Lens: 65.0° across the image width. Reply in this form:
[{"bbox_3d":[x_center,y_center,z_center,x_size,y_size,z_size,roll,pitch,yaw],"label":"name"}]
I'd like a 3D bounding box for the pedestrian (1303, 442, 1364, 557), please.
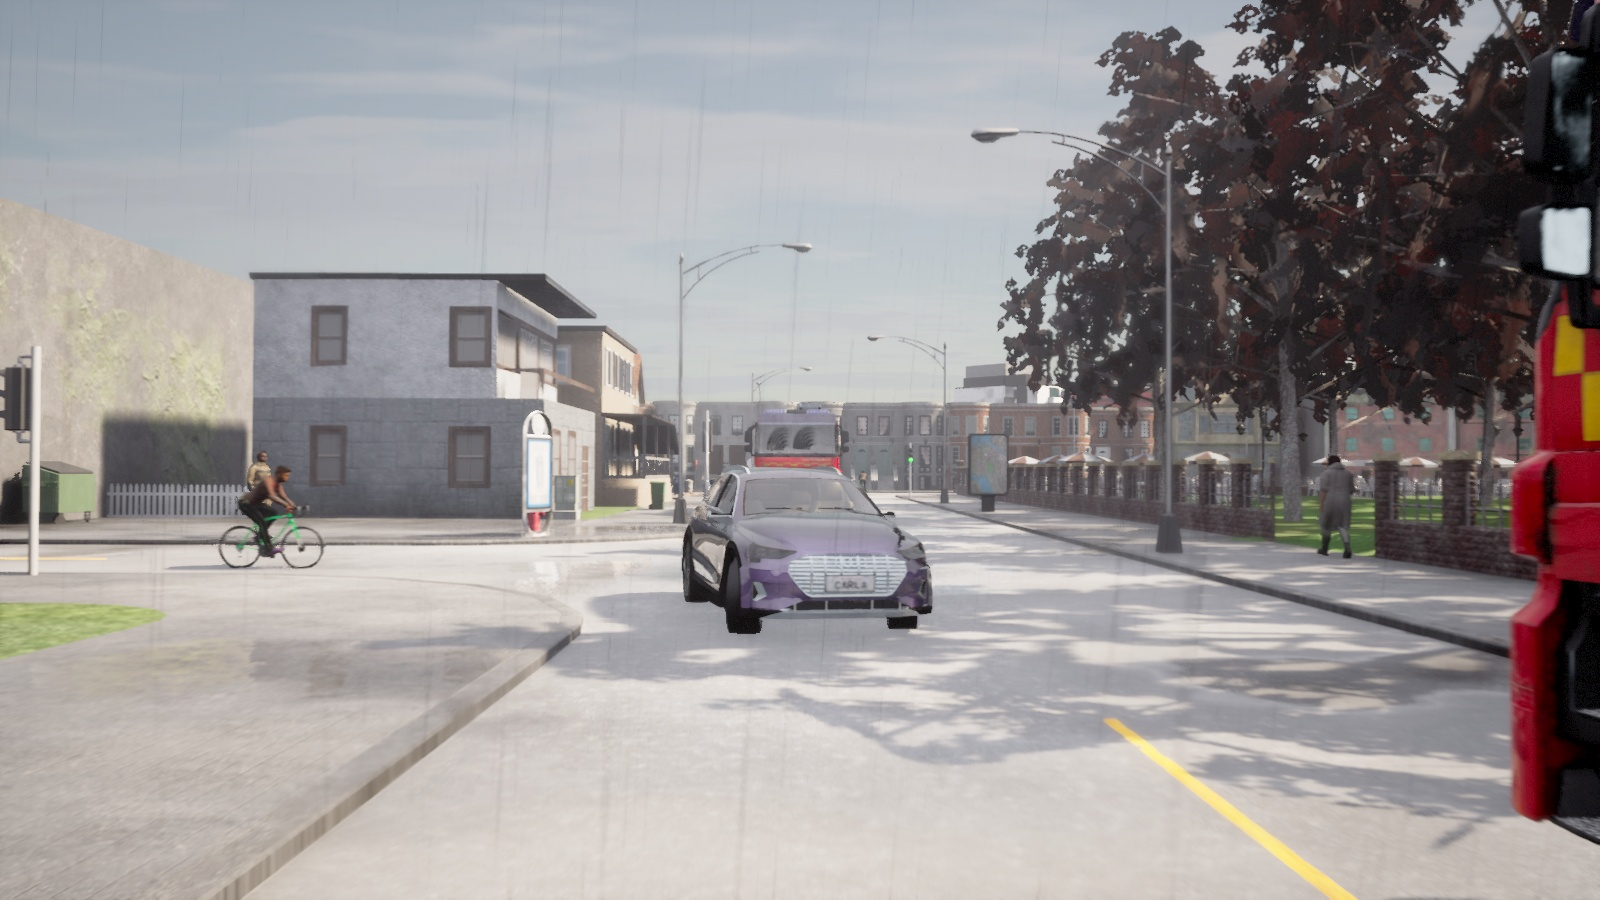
[{"bbox_3d":[9.307,0.854,21.932,0.659,1.952,0.873,0,-1,0],"label":"pedestrian"}]

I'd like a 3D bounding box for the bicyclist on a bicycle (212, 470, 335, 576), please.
[{"bbox_3d":[-8.223,1.129,19.649,1.656,1.620,0.582,0,-1,0],"label":"bicyclist on a bicycle"}]

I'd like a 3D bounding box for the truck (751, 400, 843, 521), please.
[{"bbox_3d":[-0.113,0.388,44.053,2.891,3.827,8.468,0,-1,0],"label":"truck"}]

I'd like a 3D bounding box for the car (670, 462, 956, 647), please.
[{"bbox_3d":[-0.094,0.976,13.769,2.033,1.649,4.856,0,-1,-13],"label":"car"}]

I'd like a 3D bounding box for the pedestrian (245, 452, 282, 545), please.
[{"bbox_3d":[-11.277,1.011,26.380,0.692,1.930,0.396,-1,-1,33],"label":"pedestrian"}]

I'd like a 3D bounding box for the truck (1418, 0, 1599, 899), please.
[{"bbox_3d":[4.100,-0.354,0.722,2.891,3.827,8.468,0,-1,-3],"label":"truck"}]
